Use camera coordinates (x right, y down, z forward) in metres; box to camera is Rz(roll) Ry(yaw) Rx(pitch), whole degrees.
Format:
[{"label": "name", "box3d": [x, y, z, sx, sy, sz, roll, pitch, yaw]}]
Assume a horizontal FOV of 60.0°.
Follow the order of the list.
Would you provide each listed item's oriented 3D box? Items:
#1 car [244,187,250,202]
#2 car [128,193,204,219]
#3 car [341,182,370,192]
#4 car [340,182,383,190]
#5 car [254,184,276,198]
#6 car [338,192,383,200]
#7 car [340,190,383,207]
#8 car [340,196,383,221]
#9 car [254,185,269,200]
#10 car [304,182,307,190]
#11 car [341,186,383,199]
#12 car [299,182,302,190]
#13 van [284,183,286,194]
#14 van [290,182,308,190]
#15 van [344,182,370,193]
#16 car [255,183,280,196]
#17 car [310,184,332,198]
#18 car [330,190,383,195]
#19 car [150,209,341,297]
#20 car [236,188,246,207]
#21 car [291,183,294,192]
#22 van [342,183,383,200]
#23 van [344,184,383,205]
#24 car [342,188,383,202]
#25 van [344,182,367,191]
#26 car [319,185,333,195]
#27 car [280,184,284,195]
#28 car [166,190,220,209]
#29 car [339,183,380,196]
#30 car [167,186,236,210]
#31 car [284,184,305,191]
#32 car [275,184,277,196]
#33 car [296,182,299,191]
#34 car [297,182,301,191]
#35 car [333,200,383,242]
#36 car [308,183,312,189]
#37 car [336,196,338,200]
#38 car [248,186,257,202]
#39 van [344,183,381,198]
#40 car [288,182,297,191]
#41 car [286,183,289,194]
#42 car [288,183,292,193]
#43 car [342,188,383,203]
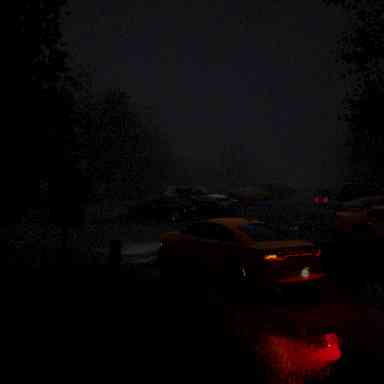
[{"label": "car", "box3d": [2.656, 0.585, 32.153, 4.892, 1.521, 2.231, 1, 3, 25]}, {"label": "car", "box3d": [-2.001, 1.057, 22.083, 4.792, 1.488, 2.163, 1, 3, 25]}, {"label": "car", "box3d": [35.322, -1.135, 72.098, 5.566, 2.045, 2.435, 1, 2, 25]}, {"label": "car", "box3d": [15.710, 0.427, 29.182, 5.566, 2.045, 2.435, 1, 3, 25]}, {"label": "car", "box3d": [7.443, 0.149, 42.162, 5.366, 1.575, 1.946, 1, 3, 25]}, {"label": "car", "box3d": [9.996, 1.100, 16.720, 4.553, 1.767, 2.185, 1, 3, 25]}, {"label": "car", "box3d": [16.813, 0.596, 31.733, 4.792, 1.488, 2.163, 1, 3, 25]}, {"label": "car", "box3d": [12.221, 1.049, 21.660, 4.674, 1.452, 2.002, 1, 3, 25]}, {"label": "car", "box3d": [6.001, 0.243, 39.907, 5.366, 1.575, 1.946, 1, 3, 25]}, {"label": "car", "box3d": [23.454, -1.086, 77.548, 5.008, 1.535, 2.097, 1, 2, 25]}, {"label": "car", "box3d": [22.608, 0.073, 44.292, 5.008, 1.535, 2.097, 1, 2, 25]}, {"label": "car", "box3d": [19.821, -0.832, 70.055, 5.366, 1.575, 1.946, 1, 2, 25]}, {"label": "van", "box3d": [12.002, -0.443, 52.265, 4.442, 1.987, 1.878, 1, 2, 25]}, {"label": "van", "box3d": [29.127, -1.673, 90.186, 4.442, 1.987, 1.878, 1, 1, 25]}, {"label": "van", "box3d": [31.992, -0.847, 64.488, 4.442, 1.987, 1.878, 1, 2, 25]}, {"label": "car", "box3d": [9.613, -0.168, 47.261, 4.553, 1.767, 2.185, 1, 2, 25]}, {"label": "car", "box3d": [18.514, -0.022, 47.227, 2.128, 1.511, 4.902, 1, 2, 25]}, {"label": "car", "box3d": [13.209, 0.892, 24.250, 5.366, 1.575, 1.946, 1, 3, 25]}, {"label": "car", "box3d": [0.892, 1.389, 8.476, 1.882, 1.535, 5.008, 2, -1, -31]}, {"label": "car", "box3d": [1.663, 0.695, 29.557, 5.366, 1.575, 1.946, 1, 3, 25]}, {"label": "car", "box3d": [15.338, -0.450, 59.902, 4.792, 1.488, 2.163, 1, 2, 25]}, {"label": "van", "box3d": [21.345, -0.065, 41.800, 4.442, 1.987, 1.878, 1, 2, 24]}, {"label": "van", "box3d": [18.149, 0.230, 34.290, 4.442, 1.987, 1.878, 1, 3, 25]}, {"label": "car", "box3d": [20.323, 0.285, 39.252, 4.792, 1.488, 2.163, 1, 2, 25]}, {"label": "van", "box3d": [36.607, -1.193, 74.556, 4.442, 1.987, 1.878, 1, 2, 25]}, {"label": "car", "box3d": [22.803, -0.358, 56.583, 1.882, 1.535, 5.008, 1, 2, 25]}, {"label": "car", "box3d": [10.766, -0.102, 49.787, 4.792, 1.488, 2.163, 1, 2, 25]}, {"label": "car", "box3d": [-0.814, 0.917, 24.589, 5.008, 1.535, 2.097, 1, 3, 25]}, {"label": "car", "box3d": [26.039, -0.438, 51.848, 5.566, 2.045, 2.435, 1, 2, 25]}, {"label": "car", "box3d": [0.363, 0.555, 27.090, 5.566, 2.045, 2.435, 1, 3, 25]}, {"label": "car", "box3d": [24.617, -1.133, 80.068, 4.674, 1.452, 2.002, 1, 2, 25]}, {"label": "car", "box3d": [8.422, 0.051, 44.756, 4.892, 1.521, 2.231, 1, 3, 25]}, {"label": "car", "box3d": [17.683, -0.651, 64.931, 4.892, 1.521, 2.231, 1, 2, 25]}, {"label": "car", "box3d": [18.828, -0.738, 67.458, 4.892, 1.521, 2.231, 1, 2, 25]}, {"label": "car", "box3d": [8.809, 1.336, 14.223, 5.008, 1.535, 2.097, 1, 3, 25]}, {"label": "car", "box3d": [26.954, -1.597, 85.093, 5.566, 2.045, 2.435, 1, 2, 25]}, {"label": "car", "box3d": [11.044, 1.149, 19.154, 4.792, 1.488, 2.163, 1, 3, 25]}, {"label": "car", "box3d": [3.638, 0.467, 34.754, 5.366, 1.575, 1.946, 1, 3, 25]}, {"label": "van", "box3d": [23.863, -0.238, 46.755, 4.442, 1.987, 1.878, 1, 2, 25]}, {"label": "car", "box3d": [16.353, -0.571, 62.488, 5.366, 1.575, 1.946, 1, 2, 25]}, {"label": "car", "box3d": [13.026, -0.276, 54.857, 4.792, 1.488, 2.163, 1, 2, 25]}, {"label": "car", "box3d": [14.182, -0.363, 57.379, 4.792, 1.488, 2.163, 1, 2, 25]}, {"label": "car", "box3d": [19.224, 0.379, 36.855, 4.792, 1.488, 2.163, 1, 3, 25]}]
